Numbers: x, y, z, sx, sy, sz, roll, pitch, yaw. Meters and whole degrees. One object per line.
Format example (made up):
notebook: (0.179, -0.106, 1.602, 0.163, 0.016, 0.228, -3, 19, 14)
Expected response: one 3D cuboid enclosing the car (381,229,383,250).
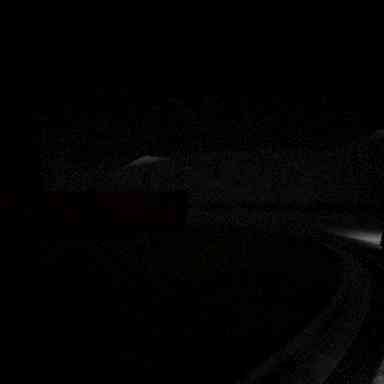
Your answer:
car: (7.911, 1.562, 11.221, 2.128, 1.511, 4.902, 0, -1, 16)
